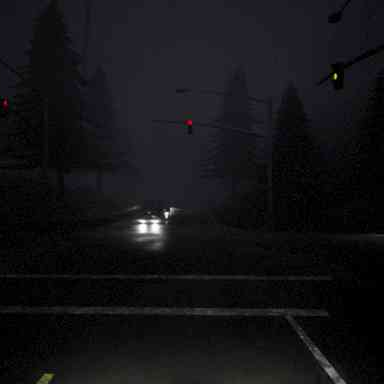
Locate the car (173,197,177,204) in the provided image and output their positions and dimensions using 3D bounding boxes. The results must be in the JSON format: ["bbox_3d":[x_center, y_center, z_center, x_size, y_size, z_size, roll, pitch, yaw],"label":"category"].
[{"bbox_3d":[-3.955,1.490,50.385,2.128,1.511,4.902,0,0,-7],"label":"car"}]

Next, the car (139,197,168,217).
[{"bbox_3d":[-3.664,1.491,30.732,2.128,1.511,4.902,0,0,0],"label":"car"}]

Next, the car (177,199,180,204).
[{"bbox_3d":[-4.122,1.562,61.576,1.994,1.385,4.181,0,0,-39],"label":"car"}]

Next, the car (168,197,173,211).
[{"bbox_3d":[-3.663,1.477,40.235,1.882,1.535,5.008,0,0,0],"label":"car"}]
